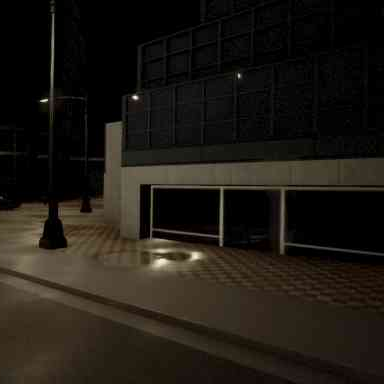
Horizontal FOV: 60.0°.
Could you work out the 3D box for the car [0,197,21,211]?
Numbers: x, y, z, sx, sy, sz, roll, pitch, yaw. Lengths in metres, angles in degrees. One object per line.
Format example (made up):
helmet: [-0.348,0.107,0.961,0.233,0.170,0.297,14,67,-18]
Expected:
car: [-18.734,1.125,31.027,1.895,1.301,4.718,1,1,36]
